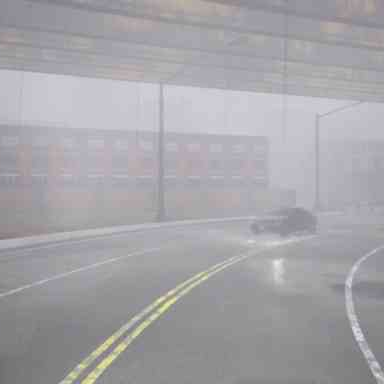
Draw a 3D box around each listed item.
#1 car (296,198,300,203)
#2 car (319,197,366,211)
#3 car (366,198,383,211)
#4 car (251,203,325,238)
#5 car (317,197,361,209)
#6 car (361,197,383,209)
[{"bbox_3d":[16.841,1.443,60.504,4.974,1.542,2.038,0,0,40],"label":"car"},{"bbox_3d":[17.874,1.446,40.427,2.038,1.542,4.974,0,0,-45],"label":"car"},{"bbox_3d":[21.386,1.447,39.169,2.038,1.542,4.974,0,0,15],"label":"car"},{"bbox_3d":[5.112,1.522,17.971,4.674,1.442,1.812,0,0,-44],"label":"car"},{"bbox_3d":[17.837,1.289,40.464,1.853,1.218,4.536,0,0,-45],"label":"car"},{"bbox_3d":[21.400,1.289,39.219,1.853,1.218,4.536,0,0,15],"label":"car"}]
